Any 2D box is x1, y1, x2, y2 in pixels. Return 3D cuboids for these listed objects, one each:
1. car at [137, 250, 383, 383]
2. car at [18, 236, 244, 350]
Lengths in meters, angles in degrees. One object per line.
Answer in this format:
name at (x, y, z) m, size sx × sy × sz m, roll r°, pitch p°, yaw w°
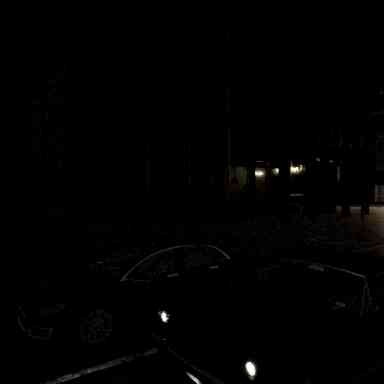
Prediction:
car at (1.825, 1.600, 4.687) m, size 4.718 × 1.301 × 1.895 m, roll 0°, pitch 0°, yaw -36°
car at (-0.740, 1.551, 6.139) m, size 4.403 × 1.369 × 2.008 m, roll 0°, pitch 0°, yaw -36°
